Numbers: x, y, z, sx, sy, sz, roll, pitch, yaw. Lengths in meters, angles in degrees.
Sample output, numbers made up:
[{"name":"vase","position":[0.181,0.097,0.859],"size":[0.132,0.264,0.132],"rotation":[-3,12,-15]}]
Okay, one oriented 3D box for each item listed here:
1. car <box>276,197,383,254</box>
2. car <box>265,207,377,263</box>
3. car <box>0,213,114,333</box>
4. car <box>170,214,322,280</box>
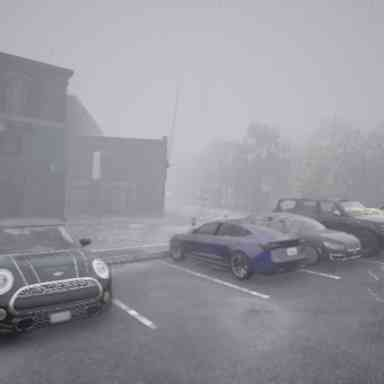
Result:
[{"name":"car","position":[5.755,1.248,13.497],"size":[2.435,2.045,5.566],"rotation":[-1,0,-35]},{"name":"car","position":[3.463,1.520,11.910],"size":[2.231,1.521,4.892],"rotation":[0,0,-35]},{"name":"car","position":[-3.368,1.386,7.090],"size":[2.185,1.767,4.553],"rotation":[0,0,-35]},{"name":"car","position":[1.184,1.558,10.320],"size":[2.163,1.488,4.792],"rotation":[0,0,-35]}]
